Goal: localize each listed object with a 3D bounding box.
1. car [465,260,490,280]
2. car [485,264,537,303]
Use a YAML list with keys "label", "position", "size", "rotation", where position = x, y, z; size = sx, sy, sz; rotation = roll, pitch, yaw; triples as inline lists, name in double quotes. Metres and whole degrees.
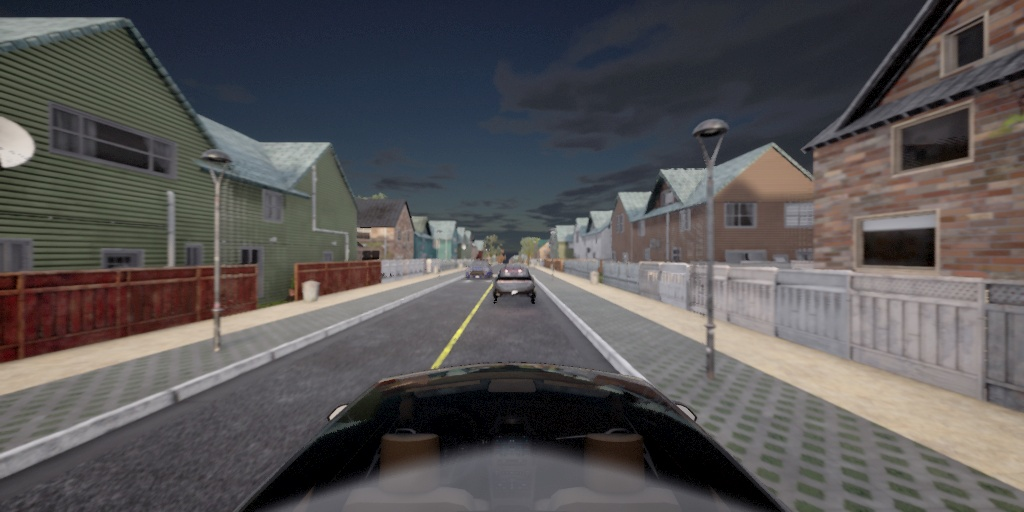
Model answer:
- label: "car"
  position: [-2.836, 1.138, 31.698]
  size: [2.097, 1.767, 4.553]
  rotation: [0, 0, 0]
- label: "car"
  position: [0.098, 1.248, 16.690]
  size: [2.128, 1.511, 4.902]
  rotation: [0, 0, 0]
